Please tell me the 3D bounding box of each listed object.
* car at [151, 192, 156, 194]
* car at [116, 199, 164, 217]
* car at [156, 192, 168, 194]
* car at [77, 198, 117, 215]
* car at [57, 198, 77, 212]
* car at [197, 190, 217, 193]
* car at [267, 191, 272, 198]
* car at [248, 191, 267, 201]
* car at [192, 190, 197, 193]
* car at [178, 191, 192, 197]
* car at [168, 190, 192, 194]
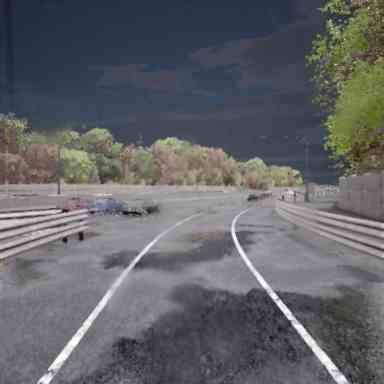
[{"bbox_3d":[-9.150,0.836,81.053,1.812,1.442,4.674,0,0,26],"label":"car"},{"bbox_3d":[-4.057,1.291,28.134,1.994,1.385,4.181,1,1,26],"label":"car"},{"bbox_3d":[-5.878,0.804,79.774,1.837,1.490,4.892,0,0,26],"label":"car"},{"bbox_3d":[-7.273,1.251,29.565,2.033,1.411,5.357,0,0,26],"label":"car"},{"bbox_3d":[-10.463,1.274,31.004,1.994,1.385,4.181,0,0,26],"label":"car"},{"bbox_3d":[4.280,0.374,92.375,2.150,2.045,5.566,0,0,26],"label":"car"},{"bbox_3d":[17.208,0.658,79.057,1.882,1.535,5.008,0,0,26],"label":"car"},{"bbox_3d":[11.485,0.871,59.649,1.837,1.490,4.892,0,0,26],"label":"car"},{"bbox_3d":[1.144,0.379,93.930,2.150,2.045,5.566,0,0,26],"label":"car"},{"bbox_3d":[-2.101,0.508,95.264,2.097,1.767,4.553,0,0,26],"label":"car"},{"bbox_3d":[-2.757,0.524,78.189,2.150,2.045,5.566,0,0,26],"label":"car"}]
